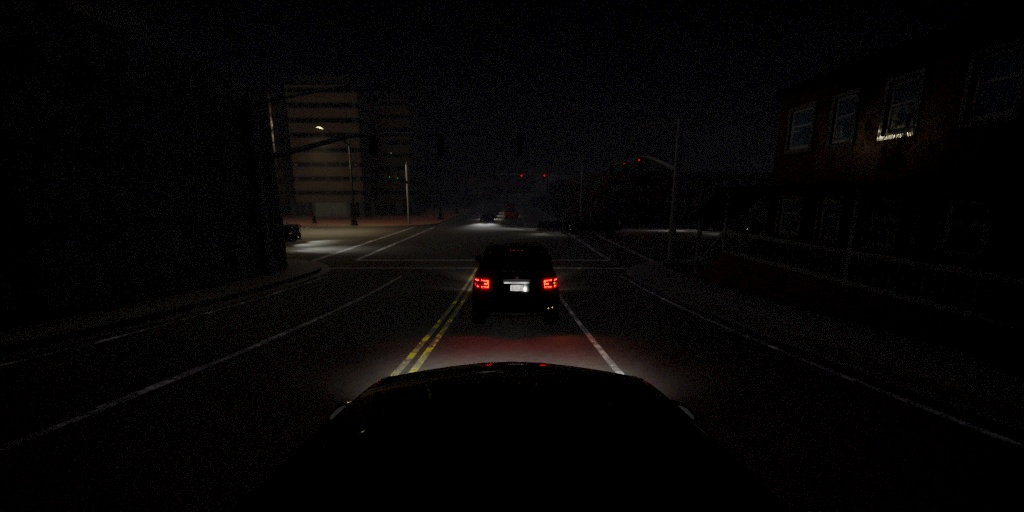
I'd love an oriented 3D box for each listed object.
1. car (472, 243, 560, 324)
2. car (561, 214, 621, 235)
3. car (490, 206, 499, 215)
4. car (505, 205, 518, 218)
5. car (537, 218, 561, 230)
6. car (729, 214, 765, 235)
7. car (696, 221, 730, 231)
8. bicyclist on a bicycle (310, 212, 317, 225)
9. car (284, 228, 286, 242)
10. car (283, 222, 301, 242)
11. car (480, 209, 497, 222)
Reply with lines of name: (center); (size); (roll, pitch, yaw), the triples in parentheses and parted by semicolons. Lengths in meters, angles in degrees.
car: (0.063, 0.603, 10.723); (2.150, 2.045, 5.566); (0, 4, -1)
car: (8.230, -3.249, 36.479); (5.566, 2.045, 2.150); (-1, 9, -3)
car: (-3.722, -7.443, 62.849); (1.812, 1.442, 4.674); (0, 10, 0)
car: (-0.072, -7.585, 62.659); (2.097, 1.767, 4.553); (0, 10, 0)
car: (5.304, -3.653, 41.094); (4.718, 1.301, 1.895); (2, 10, 12)
car: (26.021, -3.265, 36.635); (5.566, 2.045, 2.150); (0, 10, 0)
car: (23.347, -3.486, 40.155); (4.718, 1.301, 1.895); (0, 10, 0)
bicyclist on a bicycle: (-25.375, -4.780, 45.835); (0.582, 1.620, 1.656); (0, 10, 0)
car: (-19.911, -1.229, 26.165); (4.902, 1.511, 2.128); (0, 10, 0)
car: (-20.105, -1.803, 29.610); (4.892, 1.490, 1.837); (0, 10, 0)
car: (-3.725, -5.875, 54.102); (1.895, 1.301, 4.718); (0, 10, 0)
